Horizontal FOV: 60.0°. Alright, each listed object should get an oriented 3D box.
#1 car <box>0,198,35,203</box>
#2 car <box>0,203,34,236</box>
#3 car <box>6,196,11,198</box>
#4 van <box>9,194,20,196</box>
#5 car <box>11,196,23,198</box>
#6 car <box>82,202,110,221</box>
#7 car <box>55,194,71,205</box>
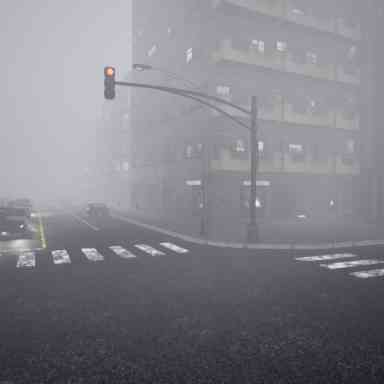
[{"bbox_3d":[-14.118,1.476,27.087,2.128,1.511,4.902,0,0,-25],"label":"car"},{"bbox_3d":[-9.847,1.537,17.949,2.033,1.411,5.357,0,0,-25],"label":"car"},{"bbox_3d":[-22.709,1.524,39.186,1.887,1.381,4.507,-1,0,-25],"label":"car"},{"bbox_3d":[-32.330,1.311,59.657,1.690,1.788,3.998,-1,0,-25],"label":"van"},{"bbox_3d":[-18.388,1.485,36.347,1.837,1.490,4.892,0,0,-25],"label":"car"},{"bbox_3d":[-7.911,1.535,27.397,2.008,1.369,4.403,-1,0,-25],"label":"car"},{"bbox_3d":[-22.339,1.410,58.104,1.967,1.590,4.097,-1,0,-25],"label":"car"}]
